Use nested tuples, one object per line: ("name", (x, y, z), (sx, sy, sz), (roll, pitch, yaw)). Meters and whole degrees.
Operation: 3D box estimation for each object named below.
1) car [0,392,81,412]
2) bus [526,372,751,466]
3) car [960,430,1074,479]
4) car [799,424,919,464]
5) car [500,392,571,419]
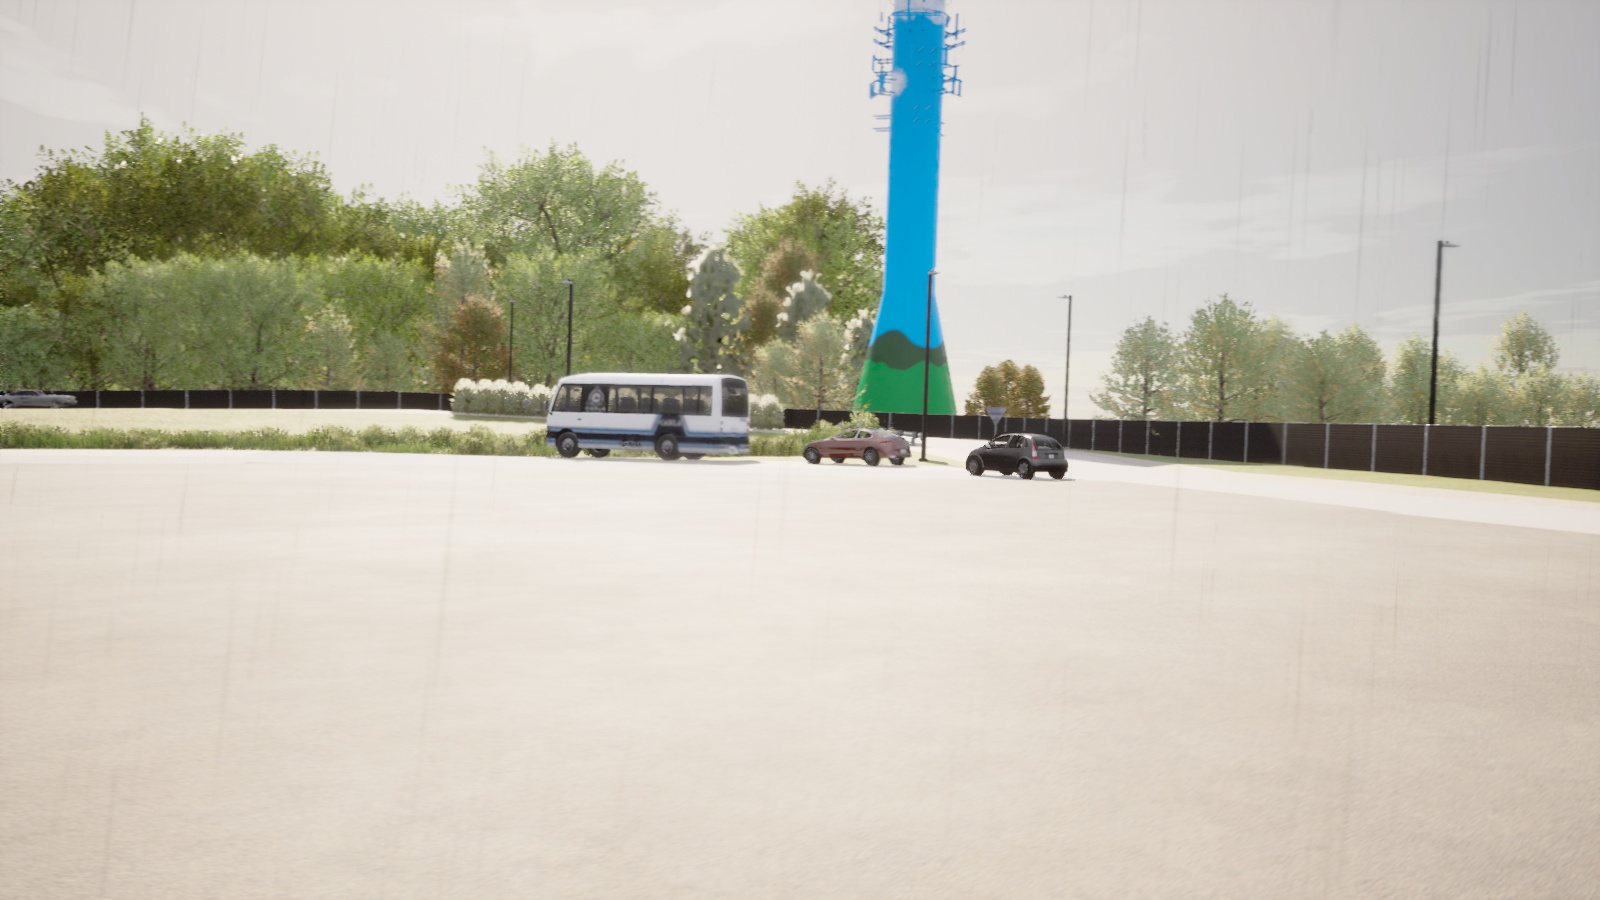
("car", (-51.271, -3.204, 84.433), (4.718, 1.301, 1.895), (-1, 2, -15))
("bus", (-7.952, -1.579, 61.561), (10.273, 4.253, 3.944), (2, 1, 25))
("car", (7.793, 0.118, 45.444), (1.851, 1.617, 3.988), (0, 2, -32))
("car", (2.597, -0.316, 56.025), (5.027, 1.651, 2.152), (1, 2, 39))
("car", (-19.188, -3.220, 91.416), (4.856, 1.649, 2.033), (3, 1, -8))
